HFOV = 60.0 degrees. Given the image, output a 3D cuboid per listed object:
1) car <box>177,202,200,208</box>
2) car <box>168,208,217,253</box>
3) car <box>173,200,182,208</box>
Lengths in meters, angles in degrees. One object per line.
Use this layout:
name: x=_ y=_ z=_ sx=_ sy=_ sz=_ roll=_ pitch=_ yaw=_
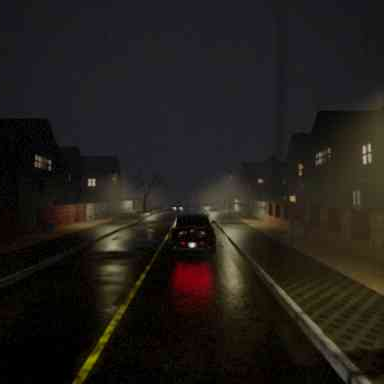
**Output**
car: x=0.025 y=1.857 z=29.059 sx=2.033 sy=1.411 sz=5.357 roll=0 pitch=-1 yaw=0
car: x=0.016 y=1.656 z=14.329 sx=1.837 sy=1.490 sz=4.892 roll=0 pitch=0 yaw=0
car: x=-2.717 y=2.313 z=65.003 sx=2.033 sy=1.411 sz=5.357 roll=0 pitch=-1 yaw=1
